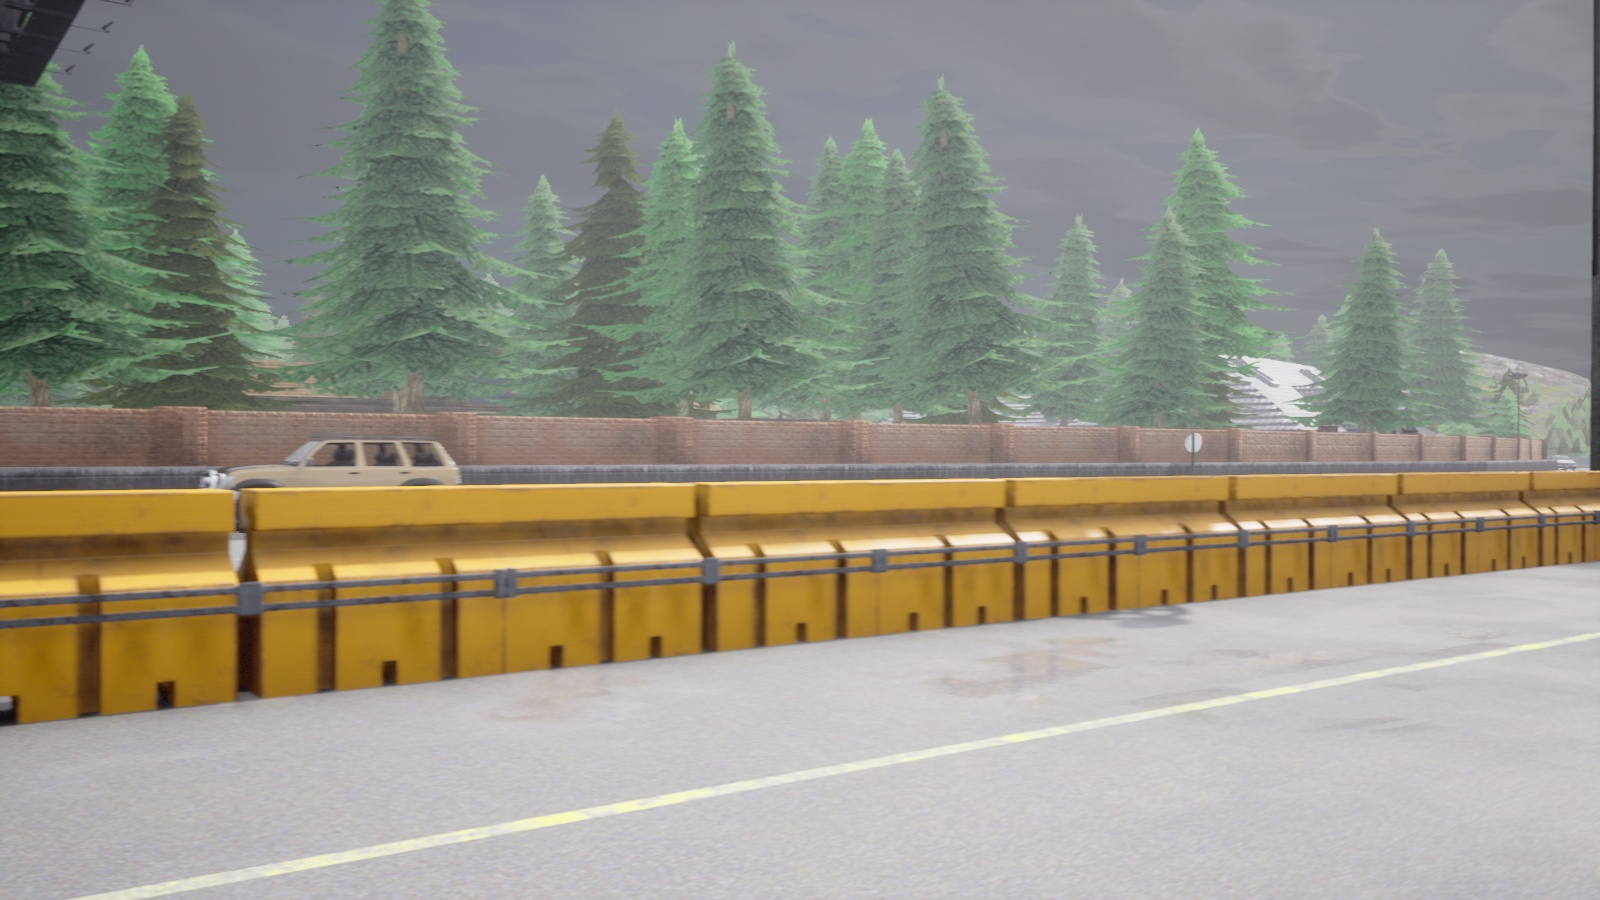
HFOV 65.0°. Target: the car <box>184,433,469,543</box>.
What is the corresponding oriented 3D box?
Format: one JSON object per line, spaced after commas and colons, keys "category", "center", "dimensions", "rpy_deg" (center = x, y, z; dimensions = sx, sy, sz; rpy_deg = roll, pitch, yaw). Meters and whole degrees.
{"category": "car", "center": [-8.688, 0.637, 23.197], "dimensions": [4.605, 1.855, 1.932], "rpy_deg": [0, 0, -35]}
